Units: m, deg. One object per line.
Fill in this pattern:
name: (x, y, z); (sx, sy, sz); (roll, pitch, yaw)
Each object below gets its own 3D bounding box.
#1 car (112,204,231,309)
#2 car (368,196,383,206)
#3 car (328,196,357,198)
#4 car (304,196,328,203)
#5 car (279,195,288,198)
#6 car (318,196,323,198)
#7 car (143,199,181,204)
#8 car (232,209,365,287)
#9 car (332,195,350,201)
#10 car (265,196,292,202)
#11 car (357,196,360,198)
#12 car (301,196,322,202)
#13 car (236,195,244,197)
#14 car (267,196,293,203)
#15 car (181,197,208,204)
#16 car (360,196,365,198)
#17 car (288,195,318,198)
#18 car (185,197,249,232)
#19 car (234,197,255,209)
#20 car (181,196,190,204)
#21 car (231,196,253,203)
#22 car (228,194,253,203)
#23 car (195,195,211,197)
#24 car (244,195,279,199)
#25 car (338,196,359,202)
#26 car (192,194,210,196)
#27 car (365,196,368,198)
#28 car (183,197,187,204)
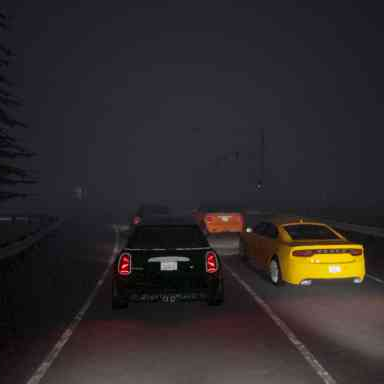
car: (-0.631, 1.352, 8.095); (2.097, 1.767, 4.553); (0, 0, -6)
car: (30.087, 1.506, 51.122); (4.892, 1.490, 1.837); (0, 0, -19)
car: (29.284, 1.525, 65.787); (4.902, 1.511, 2.128); (0, 0, -19)
car: (27.009, 1.524, 72.402); (4.674, 1.442, 1.812); (0, 0, -19)
car: (19.078, 1.352, 65.965); (4.553, 1.767, 2.097); (0, 0, -18)
car: (27.321, 1.524, 68.797); (4.674, 1.442, 1.812); (0, 0, -19)
car: (-2.111, 1.352, 16.902); (2.097, 1.767, 4.553); (0, 0, -12)
car: (2.730, 1.478, 9.456); (1.882, 1.535, 5.008); (0, 0, -6)
car: (36.278, 1.552, 80.888); (4.181, 1.385, 1.994); (0, 0, -29)
car: (19.059, 1.540, 73.337); (5.357, 1.411, 2.033); (0, 0, -19)
car: (36.690, 1.525, 73.008); (4.902, 1.511, 2.128); (0, 0, -25)
car: (27.459, 1.553, 76.347); (4.181, 1.385, 1.994); (0, 0, -21)
car: (10.786, 1.352, 63.195); (4.553, 1.767, 2.097); (0, 0, -19)
car: (18.350, 1.525, 69.396); (4.902, 1.511, 2.128); (0, 0, -19)
car: (0.514, 1.601, 63.404); (4.718, 1.301, 1.895); (0, 0, -19)
car: (38.651, 1.540, 70.075); (5.357, 1.411, 2.033); (0, 0, -29)
car: (20.954, 1.564, 62.950); (4.181, 1.385, 1.994); (0, 0, -19)
car: (1.203, 1.352, 18.342); (2.097, 1.767, 4.553); (0, 0, -12)
car: (3.771, 1.527, 34.726); (4.674, 1.442, 1.812); (0, 0, -19)
car: (-3.270, 1.550, 39.720); (5.357, 1.411, 2.033); (0, 0, -19)
car: (10.562, 1.553, 70.436); (4.181, 1.385, 1.994); (0, 0, -19)
car: (9.730, 1.352, 66.501); (4.553, 1.767, 2.097); (0, 0, -18)
car: (3.075, 1.601, 56.889); (4.718, 1.301, 1.895); (0, 0, -19)
car: (12.503, 1.491, 60.096); (4.902, 1.511, 2.128); (0, 0, -19)
car: (36.149, 1.595, 76.718); (4.718, 1.301, 1.895); (0, 0, -29)
car: (1.336, 1.505, 59.992); (4.892, 1.490, 1.837); (0, 0, -19)
car: (32.065, 1.492, 55.598); (4.902, 1.511, 2.128); (0, 0, -21)
car: (2.164, 1.549, 37.876); (5.357, 1.411, 2.033); (0, 0, -19)
